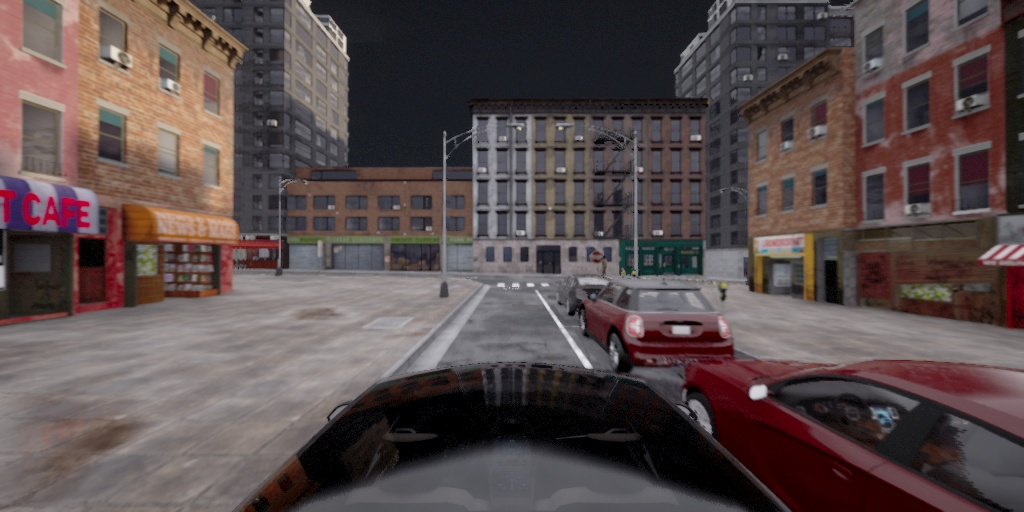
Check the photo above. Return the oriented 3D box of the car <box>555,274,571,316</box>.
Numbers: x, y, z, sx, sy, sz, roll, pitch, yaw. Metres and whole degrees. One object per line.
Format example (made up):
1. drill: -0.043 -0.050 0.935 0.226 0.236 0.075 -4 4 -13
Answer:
1. car: 2.641 1.282 13.053 2.007 1.370 4.403 0 0 0

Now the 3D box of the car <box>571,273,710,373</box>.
1. car: 2.640 1.180 7.549 1.967 1.591 4.097 0 0 0

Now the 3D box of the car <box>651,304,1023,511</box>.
1. car: 2.639 1.295 2.046 1.888 1.381 4.507 0 0 0

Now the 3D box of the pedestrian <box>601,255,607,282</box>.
1. pedestrian: 6.015 0.852 23.574 0.375 1.860 0.375 0 0 0

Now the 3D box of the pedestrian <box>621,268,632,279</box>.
1. pedestrian: 6.986 1.272 22.371 0.500 1.100 0.500 0 0 0

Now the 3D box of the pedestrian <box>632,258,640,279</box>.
1. pedestrian: 7.921 0.962 22.973 0.375 1.860 0.375 0 0 0
